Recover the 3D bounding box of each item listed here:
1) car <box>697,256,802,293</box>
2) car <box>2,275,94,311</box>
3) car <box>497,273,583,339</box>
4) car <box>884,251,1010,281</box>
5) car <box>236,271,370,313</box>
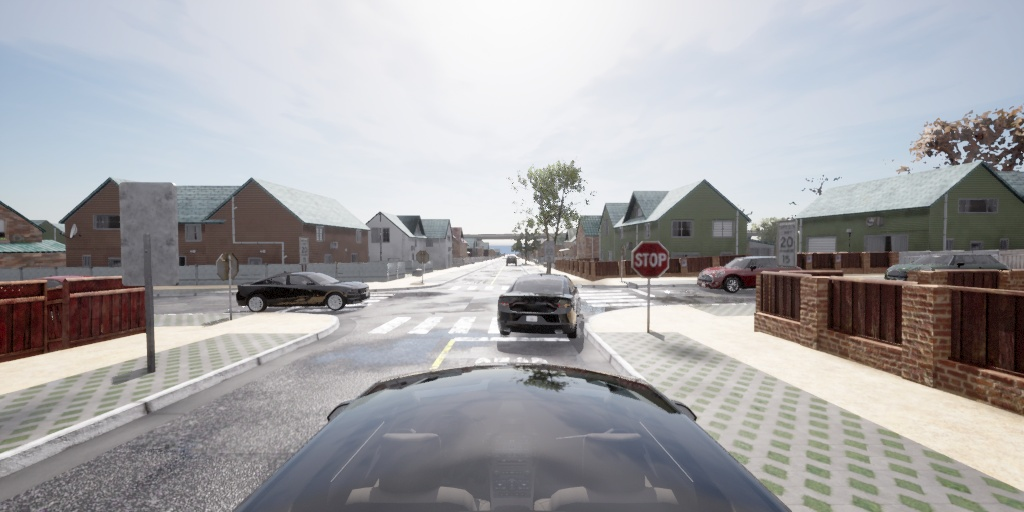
[{"bbox_3d":[11.786,0.820,17.902,4.553,1.767,2.097,-1,2,0],"label":"car"},{"bbox_3d":[-18.038,1.546,14.719,5.008,1.535,1.882,-1,2,0],"label":"car"},{"bbox_3d":[0.947,1.224,10.279,1.882,1.535,5.008,0,0,12],"label":"car"},{"bbox_3d":[21.681,0.646,17.986,4.553,1.767,2.097,-1,2,0],"label":"car"},{"bbox_3d":[-8.485,1.376,14.793,5.008,1.535,1.882,-1,2,0],"label":"car"}]
